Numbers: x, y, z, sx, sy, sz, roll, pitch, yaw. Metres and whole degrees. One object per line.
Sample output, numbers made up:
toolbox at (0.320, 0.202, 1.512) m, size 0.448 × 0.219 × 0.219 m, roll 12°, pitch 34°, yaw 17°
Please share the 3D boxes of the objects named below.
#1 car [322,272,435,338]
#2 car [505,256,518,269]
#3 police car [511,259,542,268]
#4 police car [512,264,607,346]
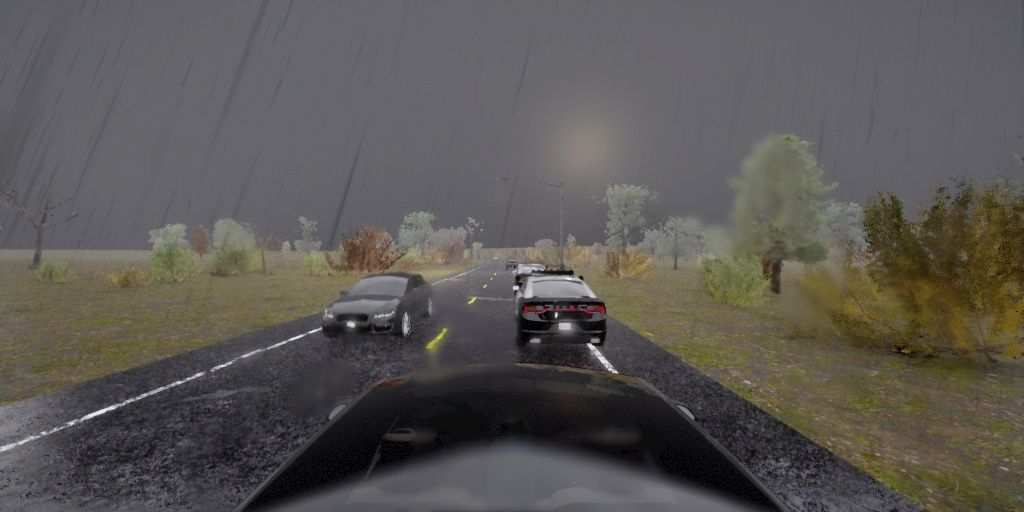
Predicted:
car at (-3.500, 1.249, 10.268) m, size 1.837 × 1.490 × 4.892 m, roll 0°, pitch 0°, yaw 0°
car at (0.057, 1.166, 52.581) m, size 1.837 × 1.490 × 4.892 m, roll 0°, pitch 0°, yaw 0°
police car at (1.050, 1.159, 19.514) m, size 1.930 × 1.638 × 5.238 m, roll 0°, pitch 0°, yaw 0°
police car at (1.050, 1.170, 9.512) m, size 1.930 × 1.638 × 5.238 m, roll 0°, pitch 0°, yaw 0°
